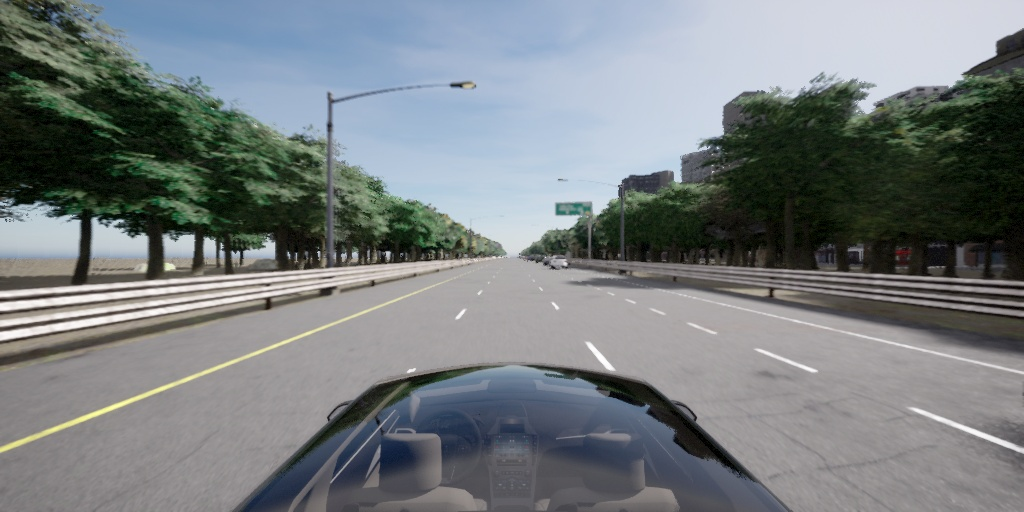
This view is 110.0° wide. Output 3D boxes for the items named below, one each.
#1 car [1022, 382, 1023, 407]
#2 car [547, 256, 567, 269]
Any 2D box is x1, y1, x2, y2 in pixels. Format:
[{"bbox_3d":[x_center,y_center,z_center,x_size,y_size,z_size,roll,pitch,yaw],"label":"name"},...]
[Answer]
[{"bbox_3d":[6.998,1.106,2.216,2.097,1.767,4.553,0,0,0],"label":"car"},{"bbox_3d":[7.104,0.966,55.234,2.150,2.045,5.566,0,0,0],"label":"car"}]
